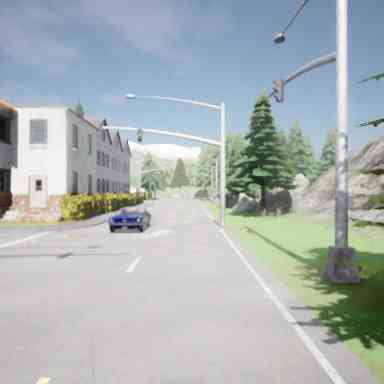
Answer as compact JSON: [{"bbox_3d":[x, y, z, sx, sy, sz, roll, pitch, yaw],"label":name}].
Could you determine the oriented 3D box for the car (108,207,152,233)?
[{"bbox_3d":[-3.569,1.577,19.785,1.895,1.301,4.718,0,0,0],"label":"car"}]
